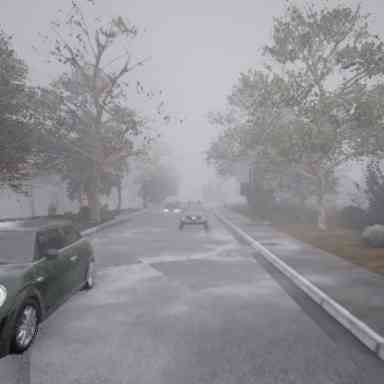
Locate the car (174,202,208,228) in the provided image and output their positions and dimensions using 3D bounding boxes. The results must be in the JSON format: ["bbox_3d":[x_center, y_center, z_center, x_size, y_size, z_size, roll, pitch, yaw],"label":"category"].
[{"bbox_3d":[0.105,1.615,22.479,2.033,1.411,5.357,0,0,0],"label":"car"}]

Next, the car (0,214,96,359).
[{"bbox_3d":[-3.348,1.371,6.084,2.097,1.767,4.553,0,0,0],"label":"car"}]

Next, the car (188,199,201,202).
[{"bbox_3d":[0.358,1.610,41.894,2.128,1.511,4.902,0,0,3],"label":"car"}]

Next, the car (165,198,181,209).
[{"bbox_3d":[-2.615,1.655,47.113,1.837,1.490,4.892,-1,0,7],"label":"car"}]
